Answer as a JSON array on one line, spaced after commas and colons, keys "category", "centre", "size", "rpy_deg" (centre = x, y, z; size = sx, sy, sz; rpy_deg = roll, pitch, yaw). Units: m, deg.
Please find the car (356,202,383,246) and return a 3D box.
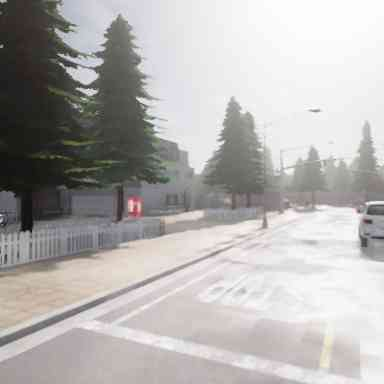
[{"category": "car", "centre": [9.479, 1.485, 16.436], "size": [2.150, 2.045, 5.566], "rpy_deg": [0, -1, 26]}]
